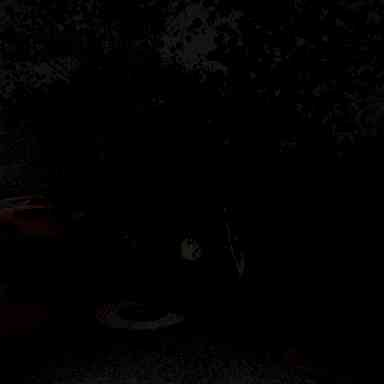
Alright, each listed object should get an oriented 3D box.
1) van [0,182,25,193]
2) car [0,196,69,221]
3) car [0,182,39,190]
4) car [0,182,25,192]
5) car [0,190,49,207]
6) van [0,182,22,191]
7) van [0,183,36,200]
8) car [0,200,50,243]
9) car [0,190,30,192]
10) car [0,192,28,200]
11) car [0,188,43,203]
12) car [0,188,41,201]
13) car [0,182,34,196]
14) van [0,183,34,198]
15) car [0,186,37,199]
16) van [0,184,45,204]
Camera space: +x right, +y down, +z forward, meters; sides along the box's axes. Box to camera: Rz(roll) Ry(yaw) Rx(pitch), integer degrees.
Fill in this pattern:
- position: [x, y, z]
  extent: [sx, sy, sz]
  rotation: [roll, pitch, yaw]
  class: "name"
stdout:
- position: [-34.273, -0.847, 63.244]
  extent: [4.442, 1.987, 1.878]
  rotation: [1, 1, -30]
  class: "van"
- position: [-10.887, 1.049, 22.278]
  extent: [4.674, 1.452, 2.002]
  rotation: [1, 2, -30]
  class: "car"
- position: [-14.984, 0.427, 29.486]
  extent: [5.566, 2.045, 2.435]
  rotation: [1, 2, -30]
  class: "car"
- position: [-38.535, -1.135, 70.373]
  extent: [5.566, 2.045, 2.435]
  rotation: [1, 1, -30]
  class: "car"
- position: [-16.421, 0.596, 31.865]
  extent: [4.792, 1.488, 2.163]
  rotation: [1, 2, -30]
  class: "car"
- position: [-39.789, -1.193, 72.847]
  extent: [4.442, 1.987, 1.878]
  rotation: [1, 1, -30]
  class: "van"
- position: [-21.985, -0.065, 41.401]
  extent: [4.442, 1.987, 1.878]
  rotation: [1, 1, -30]
  class: "van"
- position: [-6.814, 1.336, 15.181]
  extent: [5.008, 1.535, 2.097]
  rotation: [1, 2, -30]
  class: "car"
- position: [-12.422, 0.892, 24.586]
  extent: [5.366, 1.575, 1.946]
  rotation: [1, 2, -30]
  class: "car"
- position: [-8.157, 1.100, 17.597]
  extent: [4.553, 1.767, 2.185]
  rotation: [1, 2, -30]
  class: "car"
- position: [-19.190, 0.379, 36.802]
  extent: [4.792, 1.488, 2.163]
  rotation: [1, 2, -30]
  class: "car"
- position: [-20.504, 0.285, 39.090]
  extent: [4.792, 1.488, 2.163]
  rotation: [1, 1, -30]
  class: "car"
- position: [-27.439, -0.438, 51.057]
  extent: [5.566, 2.045, 2.435]
  rotation: [1, 1, -30]
  class: "car"
- position: [-24.556, -0.238, 46.328]
  extent: [4.442, 1.987, 1.878]
  rotation: [1, 1, -30]
  class: "van"
- position: [-23.280, 0.073, 43.876]
  extent: [5.008, 1.535, 2.097]
  rotation: [1, 1, -30]
  class: "car"
- position: [-17.727, 0.230, 34.438]
  extent: [4.442, 1.987, 1.878]
  rotation: [1, 2, -30]
  class: "van"
